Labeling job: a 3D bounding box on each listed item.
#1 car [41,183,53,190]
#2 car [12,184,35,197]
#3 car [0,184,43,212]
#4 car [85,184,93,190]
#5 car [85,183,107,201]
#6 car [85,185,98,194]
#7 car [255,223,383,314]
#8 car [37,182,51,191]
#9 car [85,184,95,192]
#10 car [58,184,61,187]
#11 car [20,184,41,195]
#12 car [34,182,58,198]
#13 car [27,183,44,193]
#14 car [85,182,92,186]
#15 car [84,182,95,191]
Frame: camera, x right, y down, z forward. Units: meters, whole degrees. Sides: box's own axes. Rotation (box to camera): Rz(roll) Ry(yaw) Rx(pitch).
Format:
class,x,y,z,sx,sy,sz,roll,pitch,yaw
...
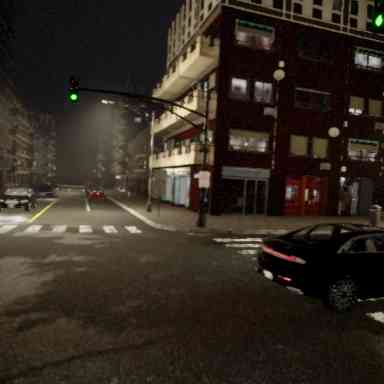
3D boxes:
class,x,y,z,sx,sy,sz,roll,pitch,yaw
car,-29.442,-1.151,67.539,1.802,1.307,4.206,1,1,-18
car,-20.430,-0.255,40.491,1.752,1.417,4.829,1,1,-18
car,-11.757,0.469,22.605,2.128,1.511,4.902,2,1,-18
car,-25.102,-1.242,80.903,1.887,1.381,4.507,1,1,-18
car,-10.768,0.167,37.884,1.967,1.590,4.097,1,1,-18
car,-17.937,-0.480,59.395,2.008,1.369,4.403,1,1,-18
car,3.782,1.461,7.214,4.902,1.511,2.128,2,2,-18
car,-27.646,-1.103,62.158,1.967,1.590,4.097,1,1,-18
car,-21.519,-0.864,70.149,1.887,1.381,4.507,1,1,-18
car,-22.013,-0.959,53.726,2.033,1.411,5.357,2,1,-18
car,-22.276,-0.410,46.030,1.947,1.339,4.313,1,1,-18
car,-17.228,-0.077,39.084,1.812,1.442,4.674,2,1,-18
car,-24.012,-0.634,51.245,1.752,1.417,4.829,1,1,-18
car,-14.350,-0.212,48.638,1.967,1.590,4.097,1,1,-18
car,-23.303,-1.282,75.521,2.192,1.841,5.009,1,1,-18
